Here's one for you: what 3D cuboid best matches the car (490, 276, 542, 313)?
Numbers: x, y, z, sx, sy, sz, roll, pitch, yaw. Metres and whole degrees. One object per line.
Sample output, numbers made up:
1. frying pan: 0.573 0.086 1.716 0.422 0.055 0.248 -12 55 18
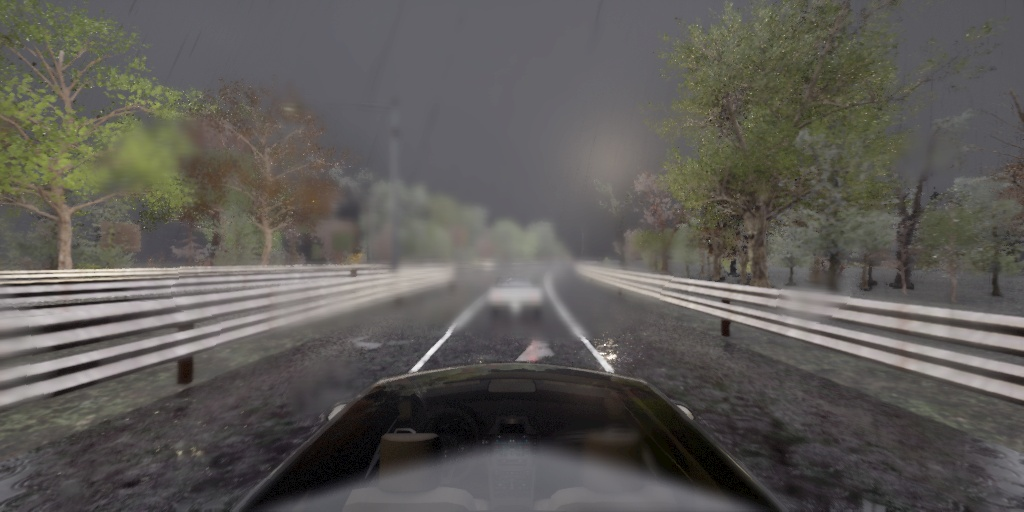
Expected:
1. car: 0.251 1.487 14.764 1.895 1.301 4.718 0 -1 3
